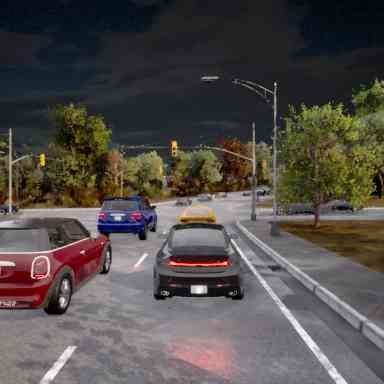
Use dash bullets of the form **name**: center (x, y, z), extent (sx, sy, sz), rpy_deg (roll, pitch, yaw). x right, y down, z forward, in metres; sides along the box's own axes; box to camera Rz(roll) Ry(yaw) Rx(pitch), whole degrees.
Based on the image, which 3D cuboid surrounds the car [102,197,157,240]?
- **car**: center (-3.189, 1.260, 17.321), extent (2.150, 2.045, 5.566), rpy_deg (0, 0, 2)

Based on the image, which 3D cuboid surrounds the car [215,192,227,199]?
- **car**: center (6.838, 0.812, 77.618), extent (1.812, 1.442, 4.674), rpy_deg (0, 3, 26)

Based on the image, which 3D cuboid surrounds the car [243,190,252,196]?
- **car**: center (14.590, 0.266, 84.288), extent (1.994, 1.385, 4.181), rpy_deg (0, 3, 33)

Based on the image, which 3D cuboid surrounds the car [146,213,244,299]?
- **car**: center (0.150, 1.516, 8.425), extent (1.837, 1.490, 4.892), rpy_deg (0, 0, 1)

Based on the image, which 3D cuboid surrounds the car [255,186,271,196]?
- **car**: center (17.911, 0.149, 83.010), extent (1.882, 1.535, 5.008), rpy_deg (0, 3, 33)

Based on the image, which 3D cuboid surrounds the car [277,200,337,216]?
- **car**: center (11.182, 1.627, 33.417), extent (5.357, 1.411, 2.033), rpy_deg (0, 0, 3)

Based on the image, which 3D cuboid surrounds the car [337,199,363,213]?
- **car**: center (16.368, 1.533, 36.977), extent (4.902, 1.511, 2.128), rpy_deg (-1, 0, 4)

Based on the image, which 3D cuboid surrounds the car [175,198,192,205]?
- **car**: center (-1.373, 1.660, 56.800), extent (1.994, 1.385, 4.181), rpy_deg (0, 1, 17)

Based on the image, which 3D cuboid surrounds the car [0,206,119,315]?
- **car**: center (-3.356, 1.362, 7.758), extent (2.097, 1.767, 4.553), rpy_deg (0, 0, 1)

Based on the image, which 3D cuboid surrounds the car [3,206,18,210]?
- **car**: center (-21.189, 1.826, 35.611), extent (4.718, 1.301, 1.895), rpy_deg (-1, 0, 3)

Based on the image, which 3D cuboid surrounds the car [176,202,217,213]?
- **car**: center (0.340, 1.518, 17.804), extent (1.882, 1.535, 5.008), rpy_deg (0, 0, 2)

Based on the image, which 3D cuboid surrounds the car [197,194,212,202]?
- **car**: center (2.616, 1.132, 68.334), extent (2.097, 1.767, 4.553), rpy_deg (0, 2, 21)

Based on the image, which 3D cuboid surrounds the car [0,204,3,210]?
- **car**: center (-21.534, 1.708, 32.121), extent (4.902, 1.511, 2.128), rpy_deg (-1, 0, 4)
